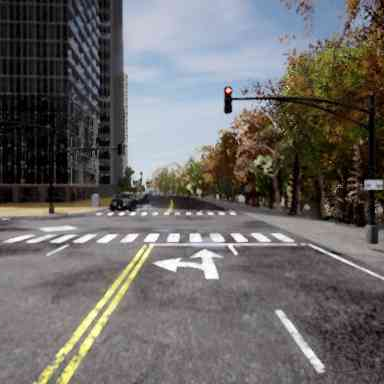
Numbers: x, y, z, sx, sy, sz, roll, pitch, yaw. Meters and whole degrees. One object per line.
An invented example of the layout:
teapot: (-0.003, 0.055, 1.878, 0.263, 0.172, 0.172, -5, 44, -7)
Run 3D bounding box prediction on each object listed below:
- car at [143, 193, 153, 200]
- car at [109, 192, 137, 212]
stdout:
car: (-9.250, 0.974, 70.610, 1.882, 1.535, 5.008, 0, 0, -4)
car: (-7.208, 1.065, 35.274, 2.150, 2.045, 5.566, 0, 2, -2)
